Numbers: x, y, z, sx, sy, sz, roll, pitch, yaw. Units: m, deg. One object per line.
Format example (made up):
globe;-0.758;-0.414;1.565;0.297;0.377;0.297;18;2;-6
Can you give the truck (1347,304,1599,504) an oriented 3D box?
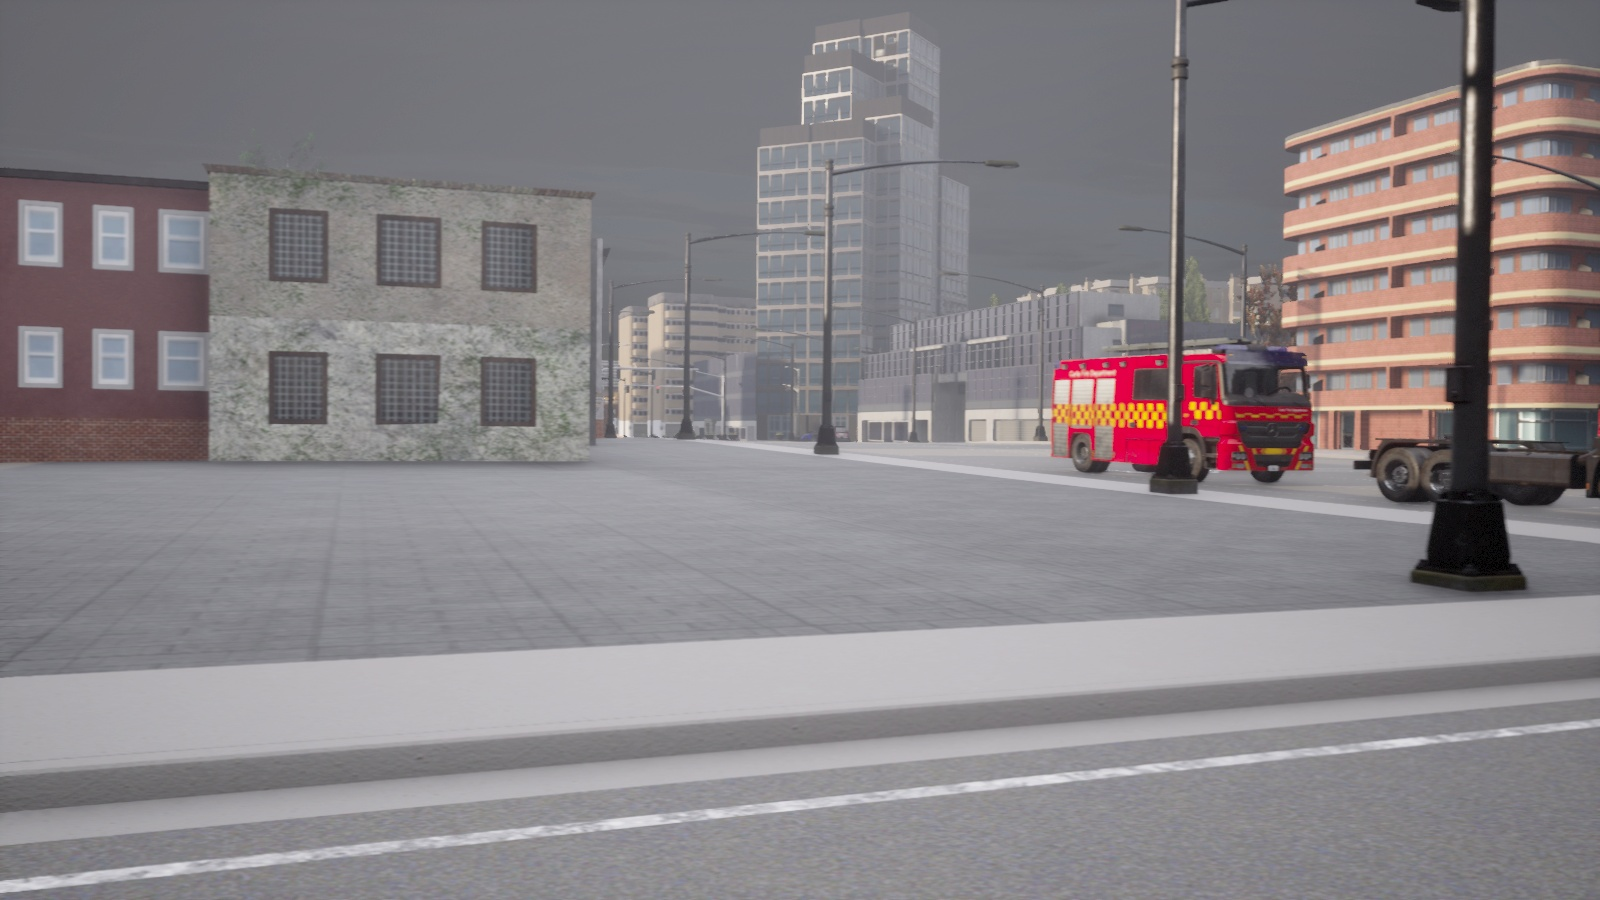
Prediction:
truck;14.589;-0.866;23.979;2.891;3.462;7.936;-1;2;-20

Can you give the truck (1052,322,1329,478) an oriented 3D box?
truck;10.568;-1.371;35.235;2.891;3.827;8.468;-1;2;-20
